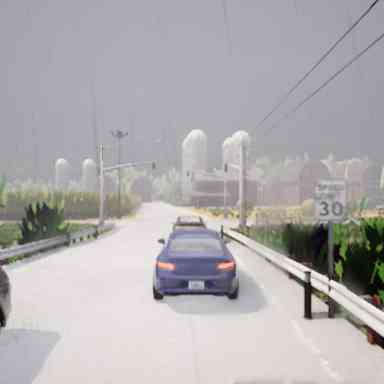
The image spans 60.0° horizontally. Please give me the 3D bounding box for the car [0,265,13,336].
[{"bbox_3d":[-3.611,1.504,3.030,2.128,1.511,4.902,0,-1,0],"label":"car"}]

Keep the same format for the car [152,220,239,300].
[{"bbox_3d":[0.070,1.646,8.533,1.812,1.442,4.674,0,-2,0],"label":"car"}]

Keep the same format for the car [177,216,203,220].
[{"bbox_3d":[-0.152,2.060,18.458,2.128,1.511,4.902,0,-4,-2],"label":"car"}]
